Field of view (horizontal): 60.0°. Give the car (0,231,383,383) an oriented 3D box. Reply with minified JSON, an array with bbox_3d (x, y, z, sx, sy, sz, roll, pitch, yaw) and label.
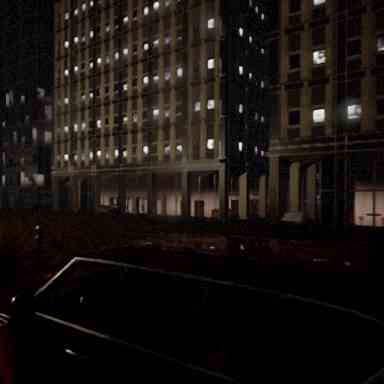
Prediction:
[{"bbox_3d":[-0.137,1.303,2.975,5.009,1.841,2.192,0,0,35],"label":"car"}]
